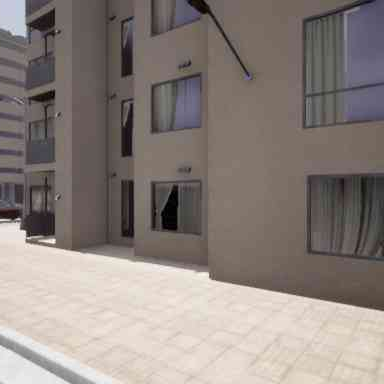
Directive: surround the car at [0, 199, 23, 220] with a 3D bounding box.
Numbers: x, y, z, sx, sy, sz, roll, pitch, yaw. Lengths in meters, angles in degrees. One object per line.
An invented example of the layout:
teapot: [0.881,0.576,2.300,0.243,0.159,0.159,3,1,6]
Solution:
car: [-14.351,1.284,24.882,2.097,1.767,4.553,0,0,35]
